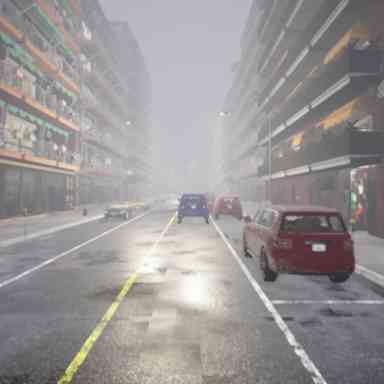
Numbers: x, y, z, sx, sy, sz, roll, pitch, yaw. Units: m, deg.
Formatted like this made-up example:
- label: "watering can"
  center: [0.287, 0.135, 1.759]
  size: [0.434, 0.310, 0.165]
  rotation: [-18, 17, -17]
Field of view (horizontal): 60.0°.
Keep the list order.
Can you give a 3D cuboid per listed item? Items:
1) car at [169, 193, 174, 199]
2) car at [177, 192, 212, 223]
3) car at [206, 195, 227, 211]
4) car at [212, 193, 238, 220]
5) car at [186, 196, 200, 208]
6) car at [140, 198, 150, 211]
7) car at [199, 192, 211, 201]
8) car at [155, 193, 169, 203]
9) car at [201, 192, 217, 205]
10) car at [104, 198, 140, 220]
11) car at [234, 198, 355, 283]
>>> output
- label: "car"
  center: [-5.703, 0.948, 87.456]
  size: [1.967, 1.590, 4.097]
  rotation: [1, 0, 0]
- label: "car"
  center: [0.099, 1.079, 24.496]
  size: [2.150, 2.045, 5.566]
  rotation: [0, 0, 0]
- label: "car"
  center: [2.698, 1.225, 37.312]
  size: [1.967, 1.590, 4.097]
  rotation: [1, 0, 0]
- label: "car"
  center: [2.701, 1.163, 26.176]
  size: [2.192, 1.841, 5.009]
  rotation: [1, 0, 0]
- label: "car"
  center: [0.098, 1.267, 44.953]
  size: [1.812, 1.442, 4.674]
  rotation: [0, 0, 0]
- label: "car"
  center: [-5.683, 1.311, 37.176]
  size: [1.752, 1.417, 4.829]
  rotation: [1, 0, 0]
- label: "car"
  center: [2.699, 0.914, 70.719]
  size: [2.192, 1.841, 5.009]
  rotation: [1, 0, 0]
- label: "car"
  center: [-5.684, 1.187, 59.447]
  size: [1.752, 1.417, 4.829]
  rotation: [1, 0, 0]
- label: "car"
  center: [2.700, 1.006, 54.016]
  size: [2.192, 1.841, 5.009]
  rotation: [1, 0, 0]
- label: "car"
  center: [-5.682, 1.398, 26.210]
  size: [2.008, 1.369, 4.403]
  rotation: [1, 0, 0]
- label: "car"
  center: [2.702, 1.259, 9.473]
  size: [2.192, 1.841, 5.009]
  rotation: [1, 0, 0]
